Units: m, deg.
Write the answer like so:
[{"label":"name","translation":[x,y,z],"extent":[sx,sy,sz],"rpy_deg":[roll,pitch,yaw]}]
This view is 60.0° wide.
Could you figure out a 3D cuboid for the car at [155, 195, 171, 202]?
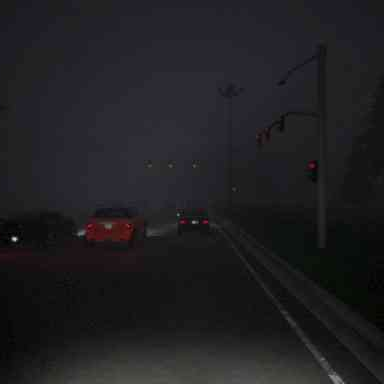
[{"label":"car","translation":[-7.007,1.950,80.822],"extent":[2.033,1.411,5.357],"rpy_deg":[0,0,0]}]

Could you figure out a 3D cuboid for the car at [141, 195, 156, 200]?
[{"label":"car","translation":[-10.507,1.950,80.895],"extent":[2.033,1.411,5.357],"rpy_deg":[0,0,0]}]

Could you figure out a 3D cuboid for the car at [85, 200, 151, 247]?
[{"label":"car","translation":[-3.400,1.432,15.669],"extent":[2.097,1.767,4.553],"rpy_deg":[0,0,0]}]

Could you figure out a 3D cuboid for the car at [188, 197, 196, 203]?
[{"label":"car","translation":[-0.007,2.023,84.503],"extent":[1.895,1.301,4.718],"rpy_deg":[0,0,0]}]

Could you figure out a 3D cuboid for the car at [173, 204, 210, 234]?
[{"label":"car","translation":[0.099,1.649,19.876],"extent":[2.033,1.411,5.357],"rpy_deg":[0,0,0]}]

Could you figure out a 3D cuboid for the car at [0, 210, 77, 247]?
[{"label":"car","translation":[-6.901,1.584,15.398],"extent":[1.837,1.490,4.892],"rpy_deg":[0,0,0]}]

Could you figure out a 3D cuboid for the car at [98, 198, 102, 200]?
[{"label":"car","translation":[-13.902,1.759,52.599],"extent":[2.128,1.511,4.902],"rpy_deg":[0,0,0]}]

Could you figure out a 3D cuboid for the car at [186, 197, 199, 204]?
[{"label":"car","translation":[0.097,1.828,52.051],"extent":[1.994,1.385,4.181],"rpy_deg":[0,0,0]}]

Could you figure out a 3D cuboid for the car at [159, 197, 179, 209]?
[{"label":"car","translation":[-3.402,1.851,49.271],"extent":[1.895,1.301,4.718],"rpy_deg":[0,0,0]}]

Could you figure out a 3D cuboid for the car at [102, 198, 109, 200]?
[{"label":"car","translation":[-10.403,1.780,45.715],"extent":[2.033,1.411,5.357],"rpy_deg":[0,0,0]}]

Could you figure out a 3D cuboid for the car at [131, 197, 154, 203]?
[{"label":"car","translation":[-6.902,1.779,45.702],"extent":[2.033,1.411,5.357],"rpy_deg":[0,0,0]}]

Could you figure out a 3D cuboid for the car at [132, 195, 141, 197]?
[{"label":"car","translation":[-14.008,1.653,84.450],"extent":[2.150,2.045,5.566],"rpy_deg":[0,0,0]}]

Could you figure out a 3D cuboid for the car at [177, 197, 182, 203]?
[{"label":"car","translation":[-3.507,1.917,82.406],"extent":[1.837,1.490,4.892],"rpy_deg":[0,0,0]}]
